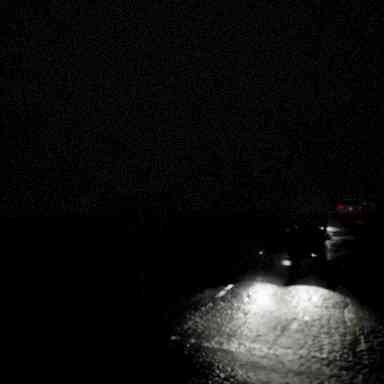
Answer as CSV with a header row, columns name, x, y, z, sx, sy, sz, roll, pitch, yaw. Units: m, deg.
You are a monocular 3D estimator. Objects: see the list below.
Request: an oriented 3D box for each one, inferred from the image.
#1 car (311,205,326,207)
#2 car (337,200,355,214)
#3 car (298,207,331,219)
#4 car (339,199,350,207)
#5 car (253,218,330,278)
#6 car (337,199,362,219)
name,x,y,z,sx,sy,sz,roll,pitch,yaw
car,11.440,1.978,30.081,2.128,1.511,4.902,-1,-1,23
car,21.235,2.042,46.006,2.097,1.767,4.553,-1,-2,23
car,7.401,1.887,20.522,2.033,1.411,5.357,-1,-1,23
car,35.476,2.551,77.320,2.097,1.767,4.553,-1,-1,23
car,3.315,1.757,10.840,1.994,1.385,4.181,-1,-1,23
car,16.971,1.748,35.815,2.150,2.045,5.566,-1,-1,24
